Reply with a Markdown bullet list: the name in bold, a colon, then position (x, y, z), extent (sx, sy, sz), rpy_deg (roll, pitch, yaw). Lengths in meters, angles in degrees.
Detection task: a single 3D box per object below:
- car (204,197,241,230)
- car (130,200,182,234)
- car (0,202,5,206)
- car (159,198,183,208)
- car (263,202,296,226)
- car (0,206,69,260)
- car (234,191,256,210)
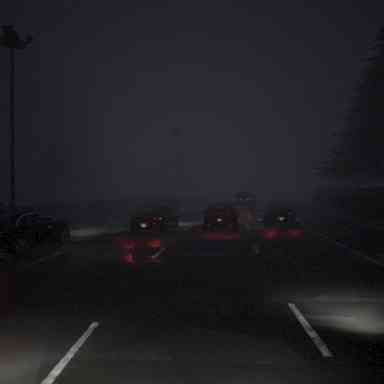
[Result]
- **car**: position (1.840, 1.333, 20.161), extent (1.882, 1.535, 5.008), rpy_deg (0, 0, 8)
- **car**: position (-1.985, 1.391, 18.184), extent (1.812, 1.442, 4.674), rpy_deg (0, 0, 8)
- **car**: position (-15.497, 1.164, 23.561), extent (2.097, 1.767, 4.553), rpy_deg (0, 0, 10)
- **car**: position (-2.467, 1.298, 34.042), extent (2.033, 1.411, 5.357), rpy_deg (0, 0, 14)
- **car**: position (5.672, 1.373, 21.857), extent (1.812, 1.442, 4.674), rpy_deg (0, 0, 10)
- **car**: position (-6.216, 1.396, 12.128), extent (2.128, 1.511, 4.902), rpy_deg (0, 0, 5)
- **car**: position (6.185, 0.945, 38.925), extent (2.150, 2.045, 5.566), rpy_deg (0, 0, 17)
